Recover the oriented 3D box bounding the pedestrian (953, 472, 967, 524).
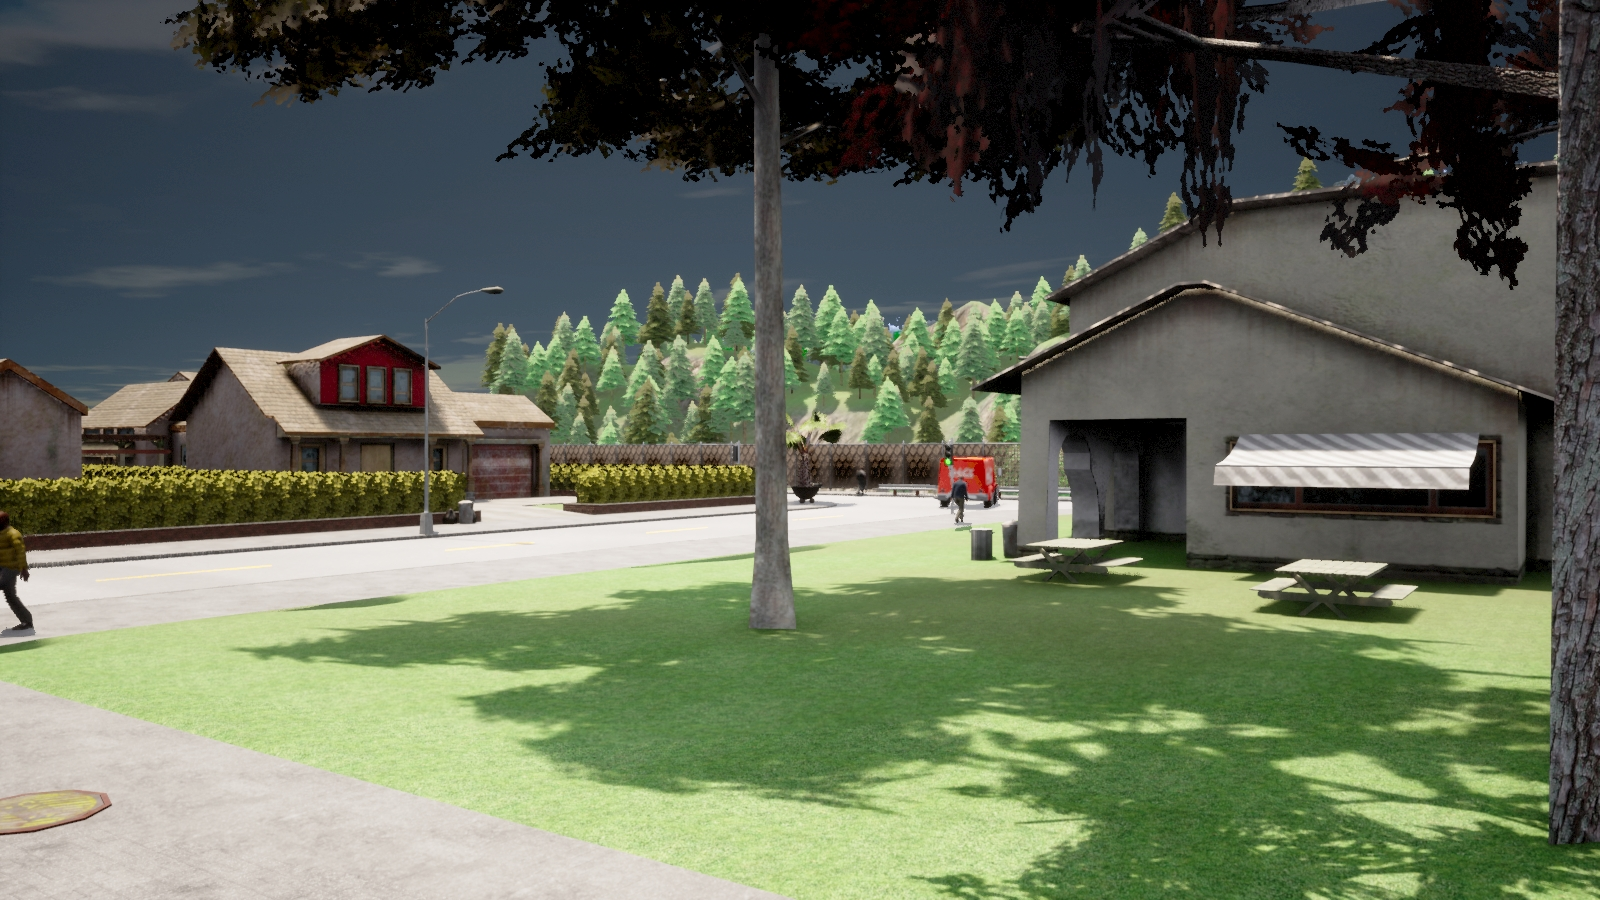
[{"bbox_3d":[5.813,1.737,41.433,0.375,1.860,0.375,0,0,35],"label":"pedestrian"}]

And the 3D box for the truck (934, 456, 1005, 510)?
[{"bbox_3d":[8.517,1.575,56.959,2.627,2.467,5.204,0,0,18],"label":"truck"}]

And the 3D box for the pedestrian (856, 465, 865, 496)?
[{"bbox_3d":[3.640,1.849,68.806,0.375,1.860,0.375,0,0,29],"label":"pedestrian"}]

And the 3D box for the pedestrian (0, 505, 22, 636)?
[{"bbox_3d":[-11.627,1.743,16.646,0.375,1.860,0.375,0,0,35],"label":"pedestrian"}]
